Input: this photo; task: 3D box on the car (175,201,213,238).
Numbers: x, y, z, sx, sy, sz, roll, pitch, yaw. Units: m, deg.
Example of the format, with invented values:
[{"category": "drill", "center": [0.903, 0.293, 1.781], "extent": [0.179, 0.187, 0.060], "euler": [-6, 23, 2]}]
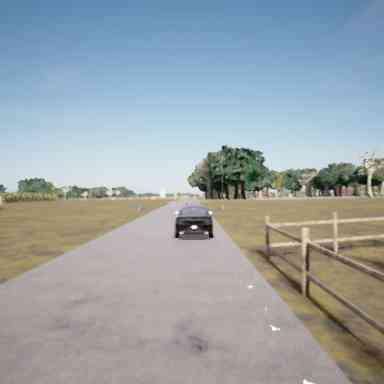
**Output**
[{"category": "car", "center": [0.099, 1.478, 17.873], "extent": [1.882, 1.535, 5.008], "euler": [0, 0, 0]}]

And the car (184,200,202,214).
[{"category": "car", "center": [0.098, 1.634, 37.222], "extent": [1.895, 1.301, 4.718], "euler": [0, 0, 0]}]
